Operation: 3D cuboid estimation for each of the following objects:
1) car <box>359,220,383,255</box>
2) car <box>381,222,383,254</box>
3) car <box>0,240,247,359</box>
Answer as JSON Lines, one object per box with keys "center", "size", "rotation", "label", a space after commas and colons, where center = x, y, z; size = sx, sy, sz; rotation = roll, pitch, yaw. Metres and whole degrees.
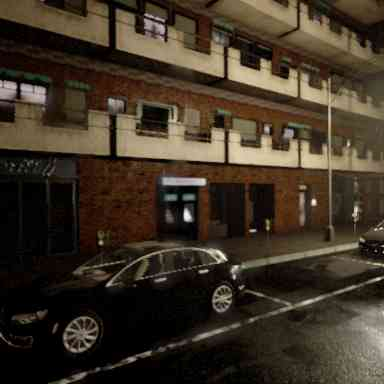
{"center": [8.036, 1.660, 12.674], "size": [4.403, 1.369, 2.008], "rotation": [0, -1, -37], "label": "car"}
{"center": [7.096, 1.555, 8.595], "size": [5.008, 1.535, 1.882], "rotation": [1, -1, -37], "label": "car"}
{"center": [-0.928, 1.594, 5.953], "size": [4.403, 1.369, 2.008], "rotation": [0, -1, -37], "label": "car"}
